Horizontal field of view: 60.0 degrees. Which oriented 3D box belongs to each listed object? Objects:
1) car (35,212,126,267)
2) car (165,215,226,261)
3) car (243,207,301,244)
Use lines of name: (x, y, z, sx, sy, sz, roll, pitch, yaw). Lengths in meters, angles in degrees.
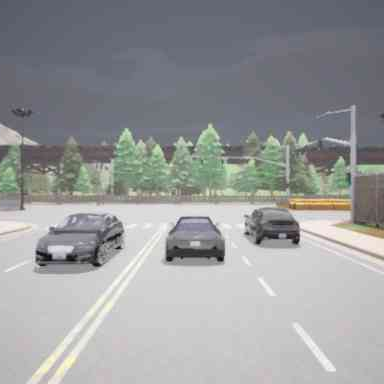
car: (-3.563, 1.473, 11.415, 2.128, 1.511, 4.902, 0, 0, 0)
car: (0.100, 1.542, 12.141, 1.994, 1.385, 4.181, 0, 0, 0)
car: (3.613, 1.477, 15.597, 1.837, 1.490, 4.892, 0, 0, 1)
